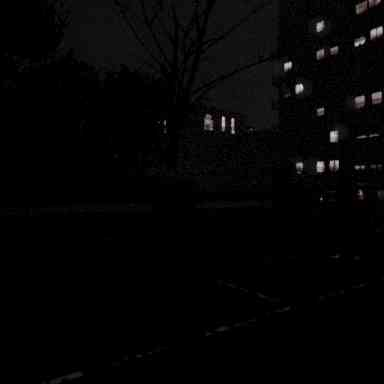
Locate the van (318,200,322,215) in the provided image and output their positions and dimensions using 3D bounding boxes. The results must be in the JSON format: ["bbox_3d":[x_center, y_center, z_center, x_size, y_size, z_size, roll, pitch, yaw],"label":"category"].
[{"bbox_3d":[10.659,1.642,32.648,1.690,1.788,3.998,-1,0,-36],"label":"van"}]
